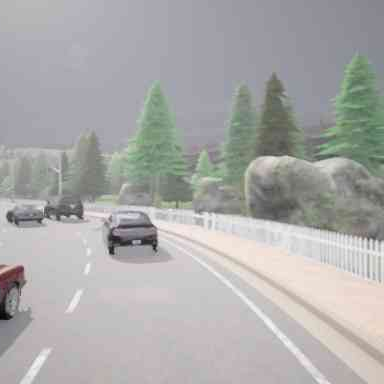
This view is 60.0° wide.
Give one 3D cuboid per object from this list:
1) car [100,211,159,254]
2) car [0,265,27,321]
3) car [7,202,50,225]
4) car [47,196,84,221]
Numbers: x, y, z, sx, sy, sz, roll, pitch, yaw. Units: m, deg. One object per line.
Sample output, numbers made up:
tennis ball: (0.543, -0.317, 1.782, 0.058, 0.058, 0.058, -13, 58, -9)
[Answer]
car: (-2.693, 1.533, 13.865, 2.128, 1.511, 4.902, 0, 0, -18)
car: (-3.937, 1.639, 4.352, 1.895, 1.301, 4.718, 0, 0, -6)
car: (-12.833, 1.686, 25.477, 2.033, 1.411, 5.357, 0, 0, -36)
car: (-11.257, 1.352, 29.175, 2.150, 2.045, 5.566, 0, 0, -36)
